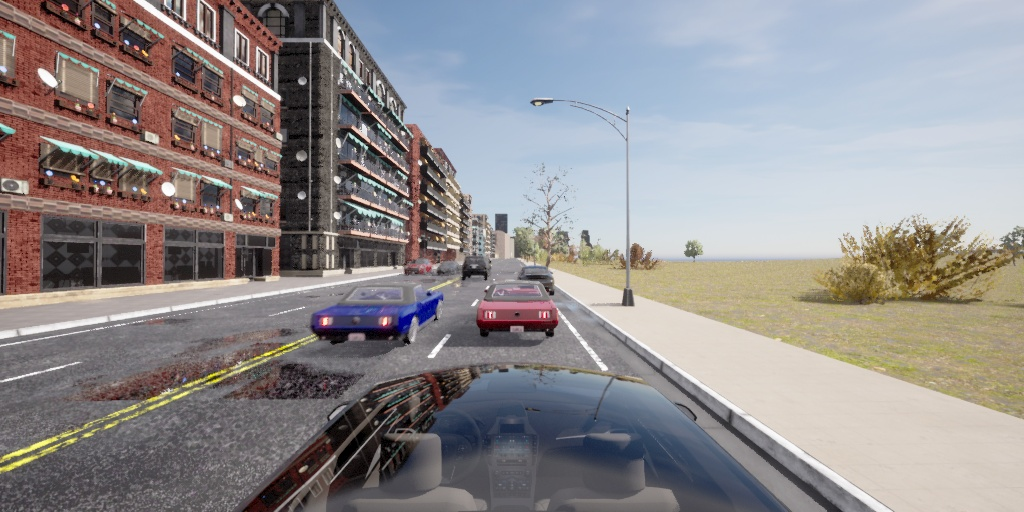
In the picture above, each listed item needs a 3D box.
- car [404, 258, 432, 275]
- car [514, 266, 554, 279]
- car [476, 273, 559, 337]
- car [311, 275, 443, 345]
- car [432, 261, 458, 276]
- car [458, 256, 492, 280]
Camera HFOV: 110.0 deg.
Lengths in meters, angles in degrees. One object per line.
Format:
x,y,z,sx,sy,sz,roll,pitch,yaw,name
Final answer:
-9.708,1.104,37.438,2.097,1.767,4.553,0,0,0,car
1.207,1.257,19.455,1.837,1.490,4.892,0,0,0,car
0.132,1.352,10.254,1.895,1.301,4.718,0,0,0,car
-3.124,1.352,9.472,1.895,1.301,4.718,0,0,0,car
-6.461,1.256,36.764,1.837,1.490,4.892,0,0,0,car
-3.027,0.976,31.412,2.150,2.045,5.566,0,0,0,car
